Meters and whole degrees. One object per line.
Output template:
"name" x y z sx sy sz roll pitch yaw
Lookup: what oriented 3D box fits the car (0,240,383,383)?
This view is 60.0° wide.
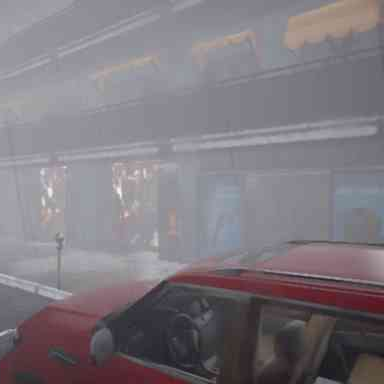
"car" 0.653 1.322 2.392 5.009 1.841 2.192 -1 0 35
